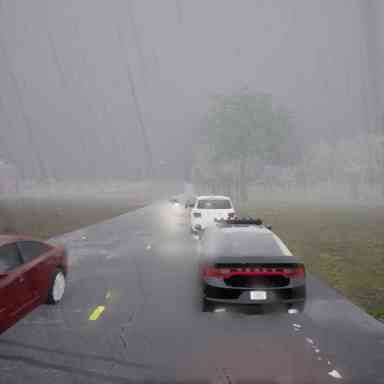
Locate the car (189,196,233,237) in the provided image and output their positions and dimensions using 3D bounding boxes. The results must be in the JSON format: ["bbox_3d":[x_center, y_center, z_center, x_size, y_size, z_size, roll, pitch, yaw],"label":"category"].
[{"bbox_3d":[1.029,1.213,17.740,2.150,2.045,5.566,0,0,0],"label":"car"}]

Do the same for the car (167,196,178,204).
[{"bbox_3d":[-3.579,1.476,62.261,1.895,1.301,4.718,0,0,0],"label":"car"}]

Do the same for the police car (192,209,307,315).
[{"bbox_3d":[1.041,1.421,7.820,1.930,1.638,5.238,0,0,0],"label":"police car"}]

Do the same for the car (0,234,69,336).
[{"bbox_3d":[-3.606,1.475,5.242,1.882,1.535,5.008,0,0,0],"label":"car"}]

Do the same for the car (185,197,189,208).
[{"bbox_3d":[-0.015,1.481,45.582,2.033,1.411,5.357,0,0,1],"label":"car"}]

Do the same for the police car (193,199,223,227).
[{"bbox_3d":[1.021,1.408,23.822,1.930,1.638,5.238,0,0,0],"label":"police car"}]

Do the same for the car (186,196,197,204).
[{"bbox_3d":[-0.075,1.483,60.439,1.895,1.301,4.718,0,0,0],"label":"car"}]
